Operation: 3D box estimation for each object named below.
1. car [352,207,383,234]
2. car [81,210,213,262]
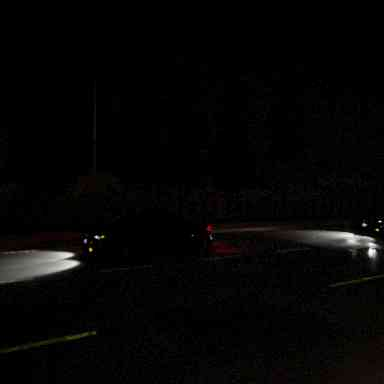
[{"bbox_3d":[9.879,1.348,15.936,4.181,1.385,1.994,0,1,-17],"label":"car"},{"bbox_3d":[-1.409,1.300,10.909,4.181,1.385,1.994,0,1,-26],"label":"car"}]
